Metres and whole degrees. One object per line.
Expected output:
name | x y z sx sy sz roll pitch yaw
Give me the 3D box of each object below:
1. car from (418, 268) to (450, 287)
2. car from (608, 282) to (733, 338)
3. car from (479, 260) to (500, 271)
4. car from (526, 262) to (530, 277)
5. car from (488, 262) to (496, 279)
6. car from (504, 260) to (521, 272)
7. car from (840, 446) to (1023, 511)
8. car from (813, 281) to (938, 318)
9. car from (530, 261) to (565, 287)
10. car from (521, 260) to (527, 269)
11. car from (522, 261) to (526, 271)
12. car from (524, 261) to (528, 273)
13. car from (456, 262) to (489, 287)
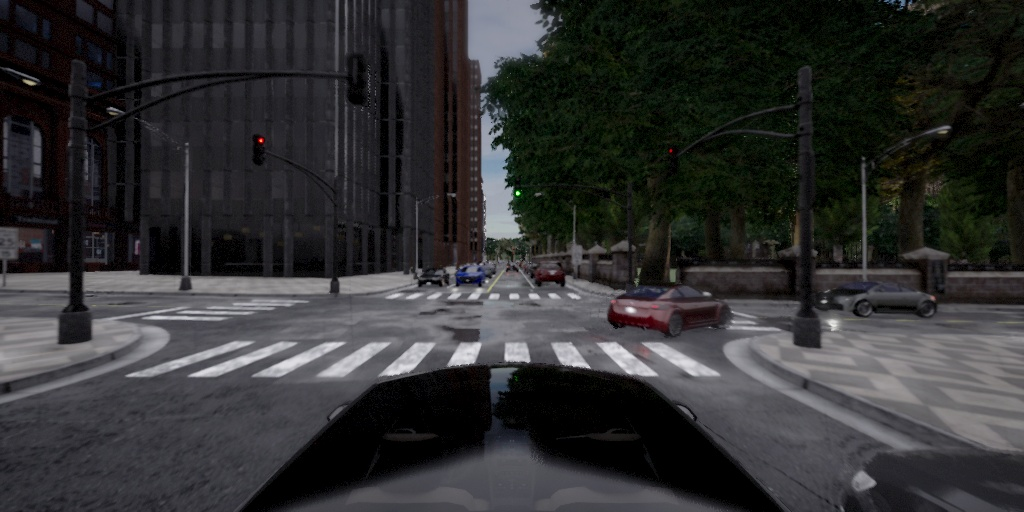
car | -5.750 1.547 26.938 1.948 1.339 4.313 0 0 0
car | 4.844 1.496 10.865 4.181 1.385 1.994 2 -2 -36
car | -3.061 1.677 47.568 2.128 1.511 4.902 0 -1 0
car | 2.781 1.655 37.855 1.948 1.339 4.313 0 0 0
car | -3.074 1.650 37.522 1.994 1.385 4.181 0 -1 0
car | 0.028 1.805 57.066 1.812 1.442 4.674 0 -1 0
car | 2.762 1.288 0.280 2.007 1.370 4.403 0 0 0
car | 15.053 1.764 15.098 4.181 1.385 1.994 1 -1 -2
car | 2.775 1.297 26.943 2.192 1.841 5.009 0 0 0
car | 2.789 1.691 54.224 1.967 1.591 4.097 0 0 0
car | 2.786 1.748 48.768 2.007 1.370 4.403 0 0 0
car | 2.783 1.694 43.311 2.007 1.370 4.403 0 0 0
car | -3.079 1.466 27.559 1.882 1.535 5.008 0 -1 0
